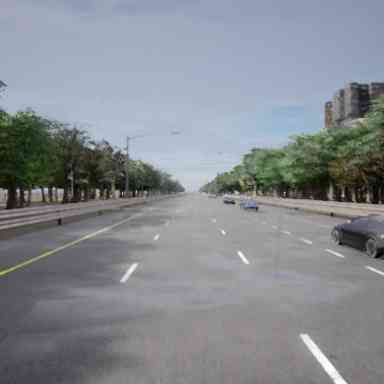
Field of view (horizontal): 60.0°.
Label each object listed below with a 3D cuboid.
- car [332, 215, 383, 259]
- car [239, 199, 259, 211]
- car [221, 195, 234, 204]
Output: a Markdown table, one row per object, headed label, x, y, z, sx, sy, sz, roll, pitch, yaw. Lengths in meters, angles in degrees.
| label | x | y | z | sx | sy | sz | roll | pitch | yaw |
| --- | --- | --- | --- | --- | --- | --- | --- | --- | --- |
| car | 7.002 | 1.568 | 12.674 | 1.994 | 1.385 | 4.181 | 0 | 0 | 0 |
| car | 7.030 | 1.572 | 41.423 | 2.033 | 1.411 | 5.357 | 0 | 0 | 0 |
| car | 7.148 | 1.621 | 65.263 | 1.994 | 1.385 | 4.181 | 0 | 0 | 1 |
